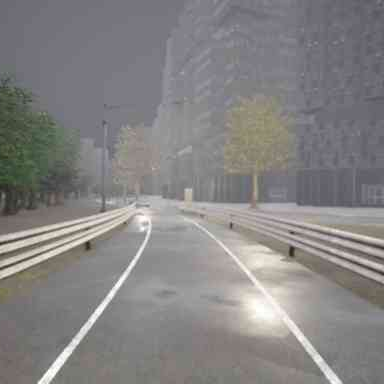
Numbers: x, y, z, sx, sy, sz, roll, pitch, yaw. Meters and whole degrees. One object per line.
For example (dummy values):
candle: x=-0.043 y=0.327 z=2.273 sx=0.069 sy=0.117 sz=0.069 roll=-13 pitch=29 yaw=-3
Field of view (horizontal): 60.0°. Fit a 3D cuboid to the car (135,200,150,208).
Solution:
car: x=-8.530 y=1.979 z=56.572 sx=1.895 sy=1.301 sz=4.718 roll=0 pitch=0 yaw=-20
